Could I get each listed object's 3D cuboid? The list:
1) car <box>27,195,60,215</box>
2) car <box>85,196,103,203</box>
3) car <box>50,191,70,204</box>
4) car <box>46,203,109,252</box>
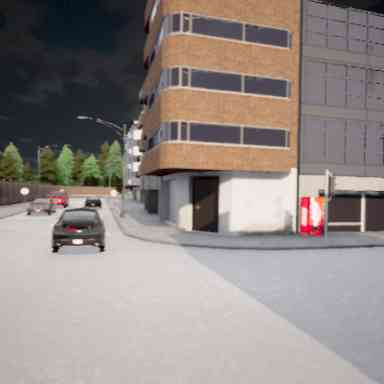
[{"bbox_3d":[-13.294,1.256,29.651,1.812,1.442,4.674,1,0,-15],"label":"car"},{"bbox_3d":[-11.702,1.239,39.532,1.882,1.535,5.008,1,0,-16],"label":"car"},{"bbox_3d":[-16.398,0.886,40.958,2.150,2.045,5.566,1,0,-15],"label":"car"},{"bbox_3d":[-4.488,1.413,13.540,1.837,1.490,4.892,1,0,-16],"label":"car"}]
